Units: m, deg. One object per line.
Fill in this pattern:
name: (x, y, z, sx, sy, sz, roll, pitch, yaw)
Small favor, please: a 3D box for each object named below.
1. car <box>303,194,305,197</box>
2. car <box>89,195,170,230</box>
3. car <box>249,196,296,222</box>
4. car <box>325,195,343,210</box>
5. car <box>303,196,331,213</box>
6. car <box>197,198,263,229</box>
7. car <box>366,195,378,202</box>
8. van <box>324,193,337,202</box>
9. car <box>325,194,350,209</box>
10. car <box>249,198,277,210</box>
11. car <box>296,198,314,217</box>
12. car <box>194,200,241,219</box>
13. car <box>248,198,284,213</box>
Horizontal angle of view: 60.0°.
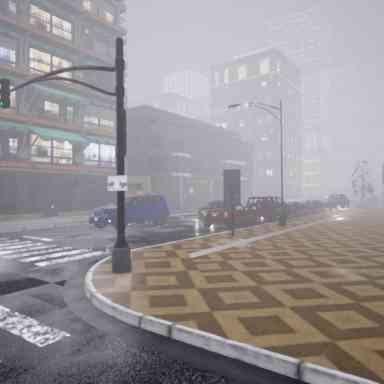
car: (22.581, 1.438, 61.318, 1.752, 1.417, 4.829, -1, 0, 36)
car: (-3.823, 1.208, 21.321, 2.150, 2.045, 5.566, -1, 0, 38)
car: (5.788, 1.215, 25.268, 2.192, 1.841, 5.009, -1, 0, 36)
car: (15.747, 1.415, 38.771, 2.008, 1.369, 4.403, -1, 0, 36)
car: (12.428, 1.421, 34.270, 1.887, 1.381, 4.507, -1, 0, 36)
car: (2.470, 1.352, 20.765, 1.967, 1.590, 4.097, -1, 0, 36)
car: (35.662, 1.333, 65.782, 1.887, 1.381, 4.507, -1, 0, 36)
van: (29.319, 1.228, 70.459, 1.690, 1.788, 3.998, -1, 0, 36)
car: (19.064, 1.167, 43.274, 2.192, 1.841, 5.009, -1, 0, 36)
car: (9.304, 1.488, 43.311, 1.752, 1.417, 4.829, -1, 0, 36)
car: (9.109, 1.470, 29.768, 1.802, 1.307, 4.206, -1, 0, 36)
car: (2.357, 1.469, 29.731, 1.837, 1.490, 4.892, -1, 0, 37)
car: (8.583, 1.489, 38.164, 2.033, 1.411, 5.357, -1, 0, 37)
